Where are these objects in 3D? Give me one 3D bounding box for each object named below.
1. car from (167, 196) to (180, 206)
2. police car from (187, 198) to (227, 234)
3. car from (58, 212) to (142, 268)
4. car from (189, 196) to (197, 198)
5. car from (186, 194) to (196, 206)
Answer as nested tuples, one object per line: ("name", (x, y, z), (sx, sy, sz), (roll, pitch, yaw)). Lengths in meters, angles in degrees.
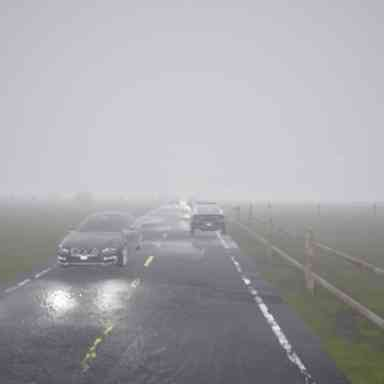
("car", (-2.829, 1.397, 52.296), (2.033, 1.411, 5.357), (0, 0, 0))
("police car", (0.819, 1.372, 18.843), (1.930, 1.638, 5.238), (0, 0, 0))
("car", (-2.853, 1.474, 11.210), (1.837, 1.490, 4.892), (0, 0, 0))
("car", (0.815, 1.427, 34.733), (1.812, 1.442, 4.674), (0, 0, 0))
("car", (-0.013, 1.398, 51.934), (2.033, 1.411, 5.357), (0, 0, 0))
